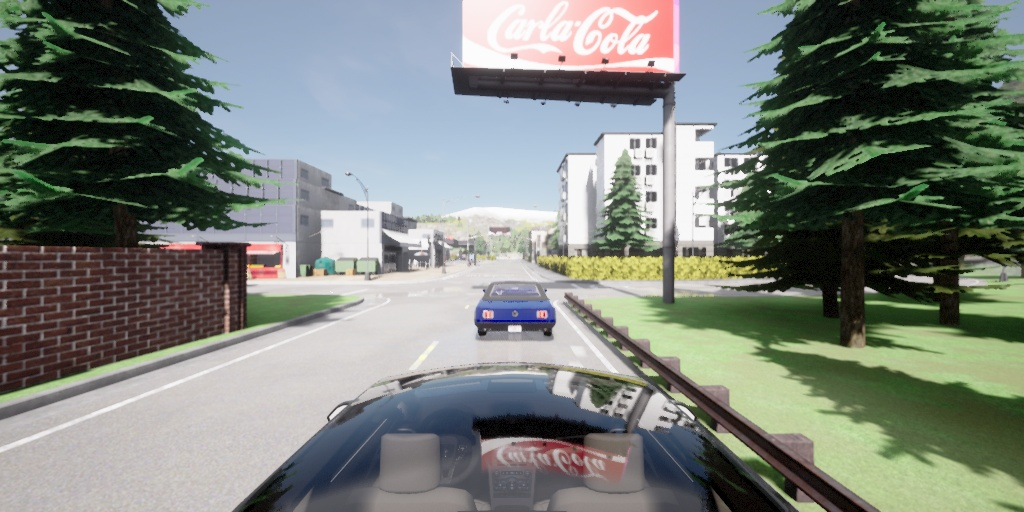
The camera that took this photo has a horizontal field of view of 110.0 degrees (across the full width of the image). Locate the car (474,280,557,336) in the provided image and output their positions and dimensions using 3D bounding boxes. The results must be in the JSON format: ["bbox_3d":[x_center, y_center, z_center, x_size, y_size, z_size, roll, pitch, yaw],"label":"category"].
[{"bbox_3d":[0.083,1.335,10.251,1.895,1.301,4.718,0,0,0],"label":"car"}]

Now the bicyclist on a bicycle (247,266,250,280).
[{"bbox_3d":[-21.800,1.176,28.950,0.582,1.620,1.656,0,0,1],"label":"bicyclist on a bicycle"}]
